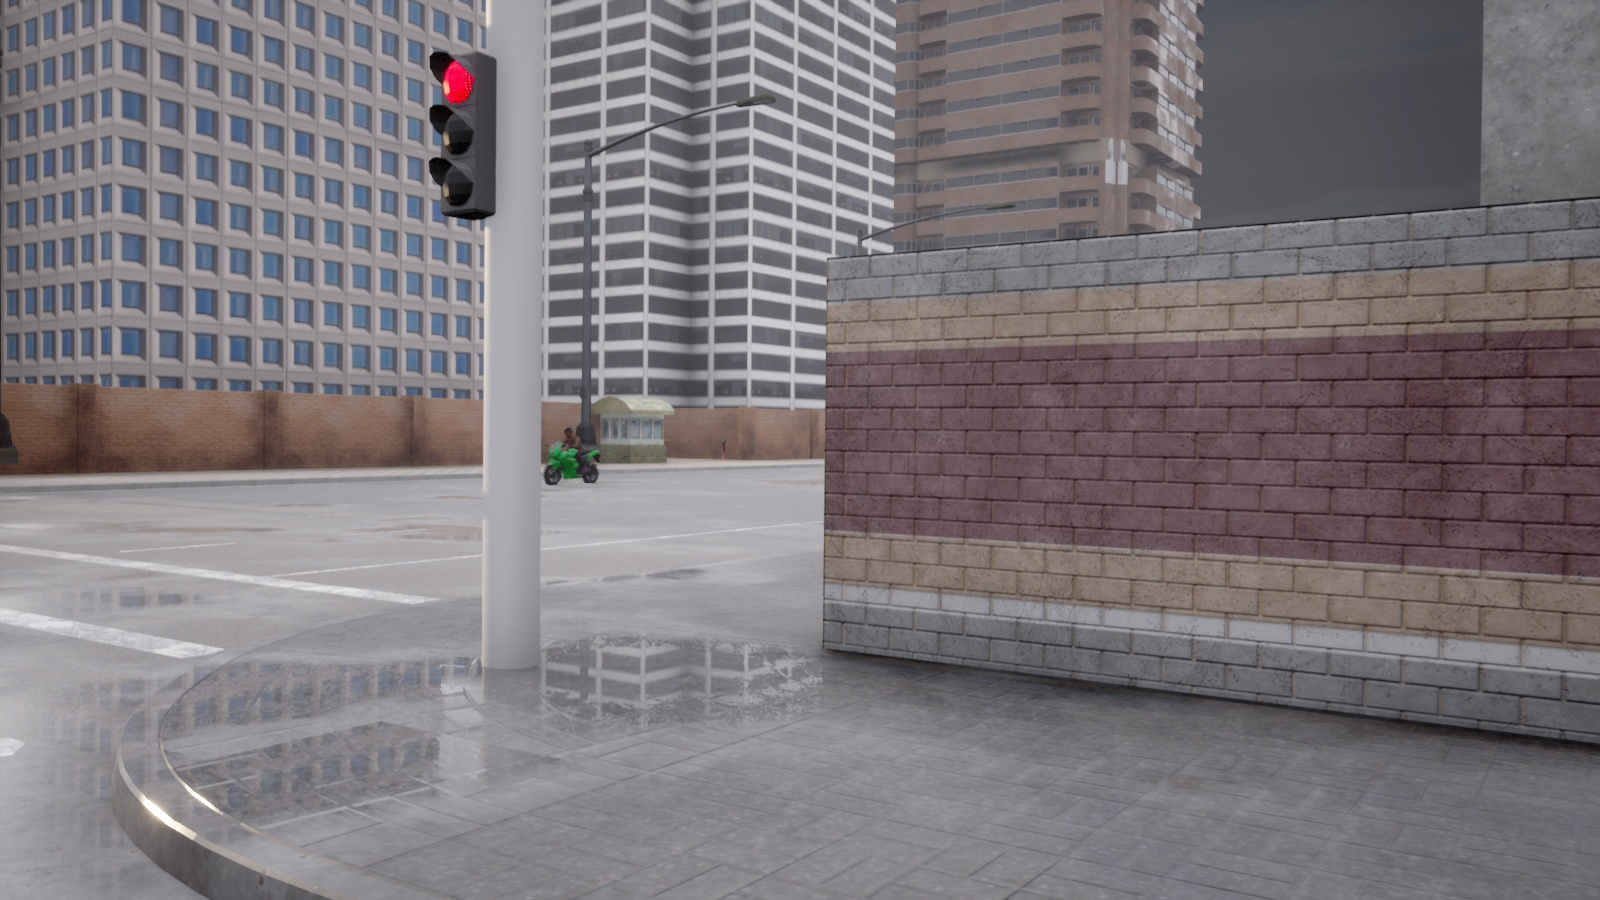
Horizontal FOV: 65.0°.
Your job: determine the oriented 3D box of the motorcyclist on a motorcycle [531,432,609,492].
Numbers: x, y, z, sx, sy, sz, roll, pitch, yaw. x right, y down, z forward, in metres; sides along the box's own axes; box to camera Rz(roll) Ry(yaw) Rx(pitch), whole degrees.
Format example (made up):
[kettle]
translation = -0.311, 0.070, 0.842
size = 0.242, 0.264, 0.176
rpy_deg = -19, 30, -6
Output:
[motorcyclist on a motorcycle]
translation = -6.028, 0.288, 33.022
size = 0.797, 1.523, 2.044
rpy_deg = 0, 1, 34
